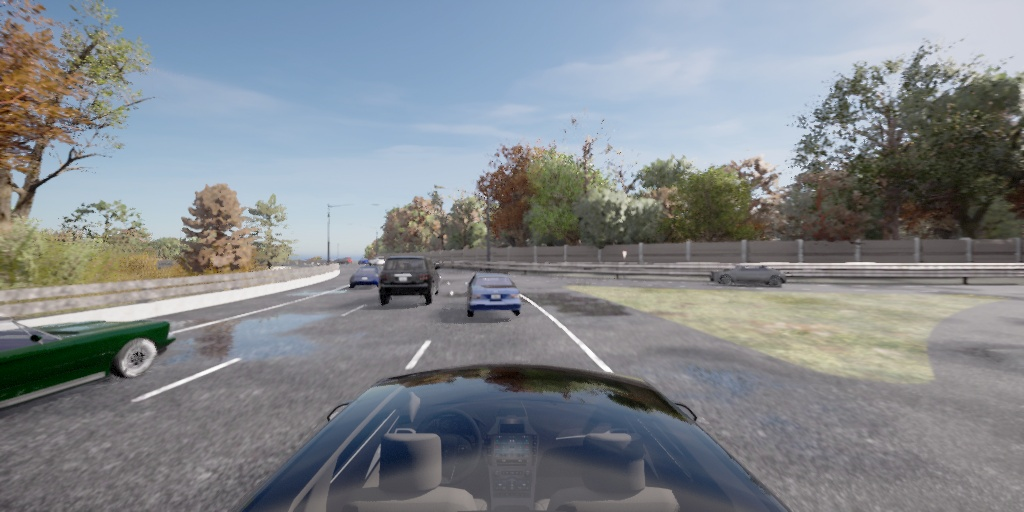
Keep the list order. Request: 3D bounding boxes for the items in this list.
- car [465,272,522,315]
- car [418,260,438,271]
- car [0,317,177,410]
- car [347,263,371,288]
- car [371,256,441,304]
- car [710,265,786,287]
[{"bbox_3d":[-0.797,1.314,13.641,2.033,1.411,5.357,0,0,-7],"label":"car"},{"bbox_3d":[-12.289,1.373,52.159,1.837,1.490,4.892,0,0,-26],"label":"car"},{"bbox_3d":[-7.078,1.392,4.434,1.895,1.301,4.718,0,0,-2],"label":"car"},{"bbox_3d":[-9.708,1.390,24.549,1.994,1.385,4.181,0,0,-12],"label":"car"},{"bbox_3d":[-4.633,1.012,16.770,2.150,2.045,5.566,0,0,-7],"label":"car"},{"bbox_3d":[15.333,1.255,23.502,4.181,1.385,1.994,0,0,23],"label":"car"}]
